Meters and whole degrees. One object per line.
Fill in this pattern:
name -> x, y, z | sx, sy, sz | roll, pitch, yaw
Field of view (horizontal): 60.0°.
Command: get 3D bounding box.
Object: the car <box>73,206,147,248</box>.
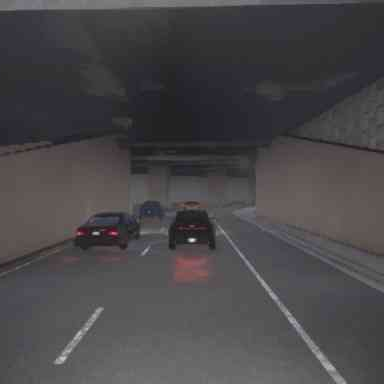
car -> -3.500, 1.564, 14.650 | 2.033, 1.411, 5.357 | 0, 0, 0

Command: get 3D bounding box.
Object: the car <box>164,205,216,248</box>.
car -> 0.000, 1.517, 14.650 | 1.837, 1.490, 4.892 | 0, 0, 0

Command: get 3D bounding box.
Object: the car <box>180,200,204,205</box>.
car -> 0.000, 1.485, 29.650 | 1.882, 1.535, 5.008 | 0, 0, 0

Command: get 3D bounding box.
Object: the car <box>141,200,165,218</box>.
car -> -3.500, 1.485, 29.650 | 1.882, 1.535, 5.008 | 0, 0, 0
